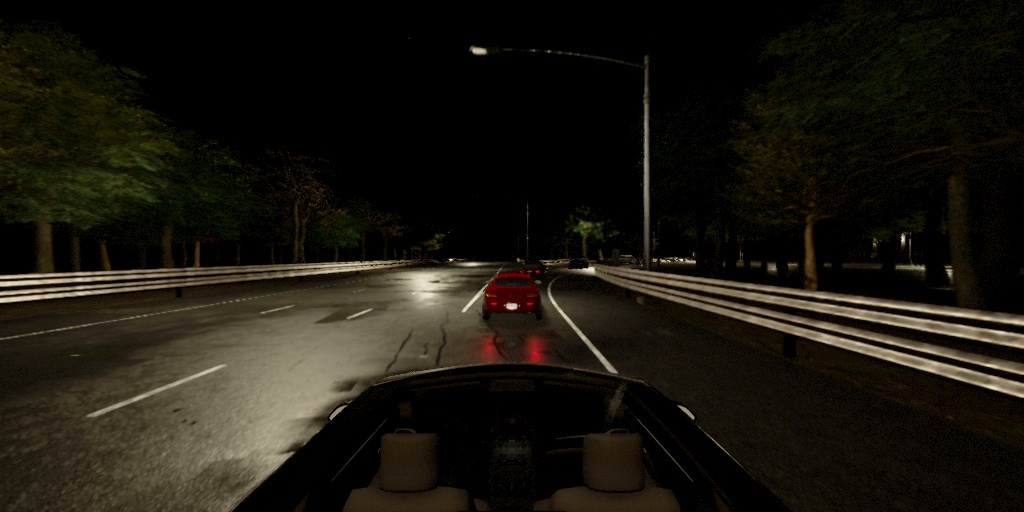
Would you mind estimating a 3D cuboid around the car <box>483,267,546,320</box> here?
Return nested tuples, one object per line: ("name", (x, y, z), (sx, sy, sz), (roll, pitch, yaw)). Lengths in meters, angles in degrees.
("car", (0.047, 1.278, 12.556), (1.812, 1.442, 4.674), (0, 0, 1))

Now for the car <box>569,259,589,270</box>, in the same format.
("car", (9.781, 1.206, 52.136), (1.882, 1.535, 5.008), (0, 0, 28))

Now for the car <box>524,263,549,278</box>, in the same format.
("car", (1.991, 1.281, 30.752), (2.033, 1.411, 5.357), (0, 0, 13))
